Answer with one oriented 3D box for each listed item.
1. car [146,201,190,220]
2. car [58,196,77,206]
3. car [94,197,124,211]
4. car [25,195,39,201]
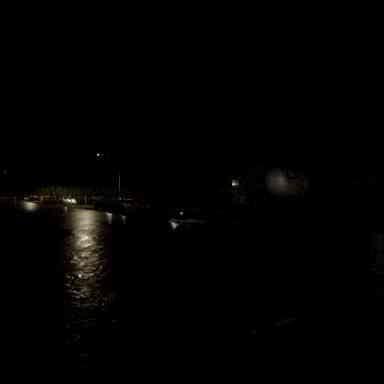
[{"bbox_3d":[-1.945,1.403,26.378,1.994,1.385,4.181,2,-1,-36],"label":"car"},{"bbox_3d":[-18.757,1.358,49.899,1.812,1.442,4.674,2,-1,-36],"label":"car"},{"bbox_3d":[-9.099,1.267,36.335,1.882,1.535,5.008,2,-1,-36],"label":"car"},{"bbox_3d":[-40.415,1.609,84.661,1.895,1.301,4.718,2,-2,-36],"label":"car"}]
